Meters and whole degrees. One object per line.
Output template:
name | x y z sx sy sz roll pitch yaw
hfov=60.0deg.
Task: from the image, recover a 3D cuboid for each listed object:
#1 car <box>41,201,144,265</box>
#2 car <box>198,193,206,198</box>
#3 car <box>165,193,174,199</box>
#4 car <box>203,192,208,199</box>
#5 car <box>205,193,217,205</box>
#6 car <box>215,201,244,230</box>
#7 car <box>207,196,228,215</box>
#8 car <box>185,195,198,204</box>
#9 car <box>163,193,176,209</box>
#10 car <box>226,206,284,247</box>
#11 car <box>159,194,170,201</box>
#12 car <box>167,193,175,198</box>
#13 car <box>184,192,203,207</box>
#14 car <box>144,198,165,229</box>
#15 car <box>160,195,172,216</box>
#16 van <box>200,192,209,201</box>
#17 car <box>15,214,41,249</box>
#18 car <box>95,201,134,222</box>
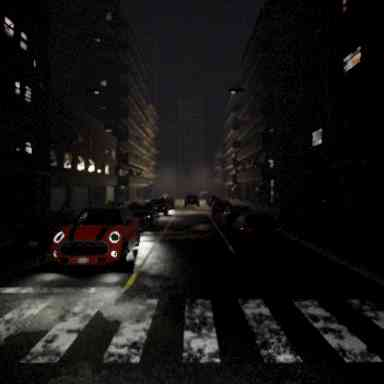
car | -3.046 1.276 11.360 2.097 1.767 4.553 0 0 -2
car | 2.655 0.986 91.434 2.008 1.369 4.403 -1 0 0
car | -5.723 1.033 85.921 1.947 1.339 4.313 0 0 0
car | 3.124 1.147 51.673 1.882 1.535 5.008 0 0 0
car | 3.135 1.238 44.674 1.812 1.442 4.674 0 0 0
car | 2.677 1.436 19.631 1.947 1.339 4.313 0 0 0
car | 2.674 1.344 30.677 1.887 1.381 4.507 0 0 0
car | -0.017 1.222 53.568 1.994 1.385 4.181 0 0 0
car | -3.073 1.228 40.721 2.128 1.511 4.902 0 0 0
car | 2.679 1.488 14.108 1.802 1.307 4.206 0 0 0
car | -5.719 1.090 69.181 1.752 1.417 4.829 0 0 0
car | -5.725 0.980 91.444 1.887 1.381 4.507 0 0 0
car | -0.015 1.061 45.162 2.097 1.767 4.553 0 0 0
car | -3.106 1.356 20.467 2.128 1.511 4.902 0 0 0
car | -3.098 1.327 30.450 1.812 1.442 4.674 0 0 0
van | 2.660 0.905 69.340 1.690 1.788 3.998 -1 0 0
car | -5.702 1.471 14.117 1.947 1.339 4.313 0 0 0
car | -5.706 1.400 25.164 1.947 1.339 4.313 0 0 0
